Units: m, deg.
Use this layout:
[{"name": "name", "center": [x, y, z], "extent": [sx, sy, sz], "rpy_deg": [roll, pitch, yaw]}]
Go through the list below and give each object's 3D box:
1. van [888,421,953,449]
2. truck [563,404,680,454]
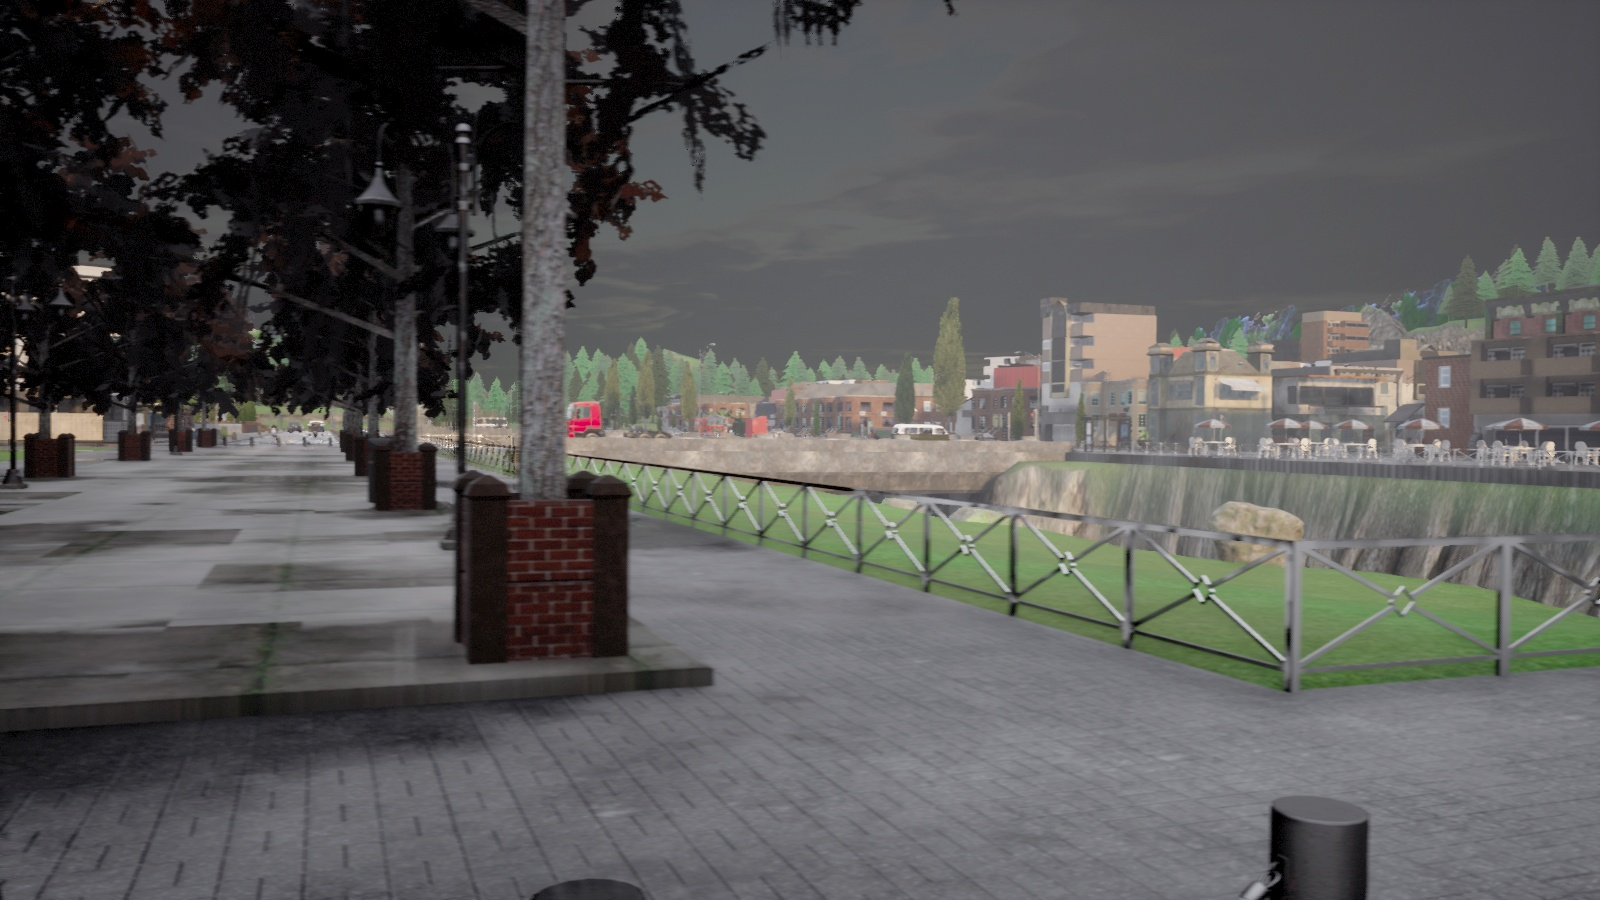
[{"name": "van", "center": [9.160, -1.131, 95.441], "extent": [4.480, 2.038, 2.069], "rpy_deg": [-1, 1, -20]}, {"name": "truck", "center": [-12.965, -1.529, 91.226], "extent": [7.936, 3.462, 2.891], "rpy_deg": [-1, 1, -19]}]
